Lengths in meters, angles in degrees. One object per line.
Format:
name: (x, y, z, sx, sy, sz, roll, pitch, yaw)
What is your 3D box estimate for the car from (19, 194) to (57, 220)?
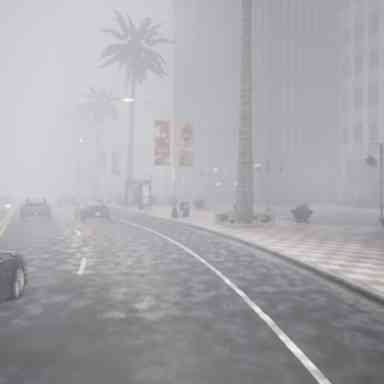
car: (-11.123, 1.151, 23.675, 2.128, 1.511, 4.902, 0, 1, -26)

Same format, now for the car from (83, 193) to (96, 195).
car: (-13.007, 0.867, 42.111, 2.231, 1.521, 4.892, -1, 1, -26)

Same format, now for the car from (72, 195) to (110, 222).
car: (-6.863, 1.190, 22.897, 1.812, 1.442, 4.674, 0, 1, -25)

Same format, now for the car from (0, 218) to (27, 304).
car: (-4.129, 1.433, 5.036, 1.837, 1.490, 4.892, 0, 1, -8)

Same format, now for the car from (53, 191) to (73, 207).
car: (-14.842, 0.925, 39.091, 2.128, 1.511, 4.902, -1, 1, -26)

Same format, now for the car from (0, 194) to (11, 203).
car: (-27.162, 0.929, 47.893, 1.895, 1.301, 4.718, -1, 1, -27)
